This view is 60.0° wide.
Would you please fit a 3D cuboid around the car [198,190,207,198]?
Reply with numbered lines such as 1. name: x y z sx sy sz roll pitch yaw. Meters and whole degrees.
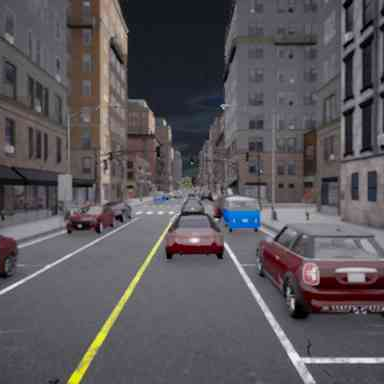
1. car: 2.593 0.558 82.788 2.192 1.841 5.009 0 1 0

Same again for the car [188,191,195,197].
1. car: -0.100 0.524 90.962 1.812 1.442 4.674 0 1 0

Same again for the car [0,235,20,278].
1. car: -5.397 1.517 7.254 1.802 1.307 4.206 0 1 0

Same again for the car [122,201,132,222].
1. car: -5.415 1.352 23.787 1.947 1.339 4.313 0 1 0

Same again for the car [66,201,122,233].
1. car: -5.409 1.381 18.276 1.887 1.381 4.507 0 1 0

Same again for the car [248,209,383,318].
1. car: 2.628 1.374 7.262 1.967 1.590 4.097 0 1 0

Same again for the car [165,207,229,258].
1. car: 0.084 1.453 12.350 1.994 1.385 4.181 0 1 0

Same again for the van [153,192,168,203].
1. van: -5.470 0.835 55.747 1.690 1.788 3.998 0 1 0

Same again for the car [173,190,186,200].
1. car: -2.828 0.851 71.248 1.837 1.490 4.892 0 1 0

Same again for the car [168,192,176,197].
1. car: -5.501 0.695 93.591 2.008 1.369 4.403 0 1 0

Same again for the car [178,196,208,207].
1. car: 0.068 1.303 28.847 1.994 1.385 4.181 0 1 0

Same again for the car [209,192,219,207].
1. car: 2.610 1.100 23.794 2.192 1.841 5.009 0 1 0

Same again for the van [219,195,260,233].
1. van: 2.616 1.176 18.282 1.690 1.788 3.998 0 1 0

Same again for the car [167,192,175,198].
1. car: -5.496 0.721 88.016 1.752 1.417 4.829 0 1 0

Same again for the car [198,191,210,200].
1. car: 2.637 0.758 61.163 2.192 1.841 5.009 0 1 0

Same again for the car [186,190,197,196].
1. car: -0.088 0.756 80.545 1.837 1.490 4.892 0 1 0

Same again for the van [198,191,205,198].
1. van: 2.582 0.534 88.194 1.690 1.788 3.998 0 1 0

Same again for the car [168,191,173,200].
1. car: -5.479 0.960 66.561 1.947 1.339 4.313 0 1 0
